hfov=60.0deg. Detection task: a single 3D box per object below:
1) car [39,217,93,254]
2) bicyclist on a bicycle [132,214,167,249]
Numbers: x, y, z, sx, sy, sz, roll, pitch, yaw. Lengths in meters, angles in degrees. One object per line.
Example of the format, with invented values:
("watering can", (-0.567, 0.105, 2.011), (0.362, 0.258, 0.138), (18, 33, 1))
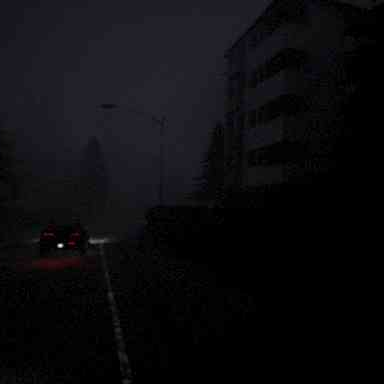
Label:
("car", (-5.860, 1.952, 15.628), (1.837, 1.490, 4.892), (2, -2, -15))
("bicyclist on a bicycle", (-1.958, 1.845, 15.505), (1.656, 1.620, 0.582), (2, -2, -17))
